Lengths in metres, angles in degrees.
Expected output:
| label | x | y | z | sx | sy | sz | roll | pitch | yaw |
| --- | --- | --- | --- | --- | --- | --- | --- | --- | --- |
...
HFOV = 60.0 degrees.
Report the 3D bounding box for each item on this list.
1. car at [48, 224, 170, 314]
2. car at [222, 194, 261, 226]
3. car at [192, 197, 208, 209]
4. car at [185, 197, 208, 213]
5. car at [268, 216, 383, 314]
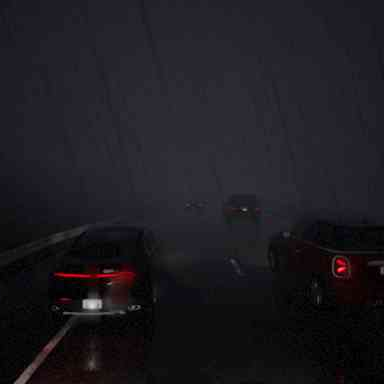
| label | x | y | z | sx | sy | sz | roll | pitch | yaw |
| --- | --- | --- | --- | --- | --- | --- | --- | --- | --- |
| car | -1.609 | 1.492 | 7.597 | 1.837 | 1.490 | 4.892 | 0 | 0 | -1 |
| car | 3.337 | 1.177 | 23.178 | 2.150 | 2.045 | 5.566 | 0 | 0 | 2 |
| car | 1.104 | 1.420 | 45.230 | 1.837 | 1.490 | 4.892 | 0 | 0 | 6 |
| car | 0.422 | 1.460 | 35.377 | 1.812 | 1.442 | 4.674 | 0 | 0 | 5 |
| car | 3.278 | 1.337 | 7.761 | 2.097 | 1.767 | 4.553 | 0 | 0 | -2 |
